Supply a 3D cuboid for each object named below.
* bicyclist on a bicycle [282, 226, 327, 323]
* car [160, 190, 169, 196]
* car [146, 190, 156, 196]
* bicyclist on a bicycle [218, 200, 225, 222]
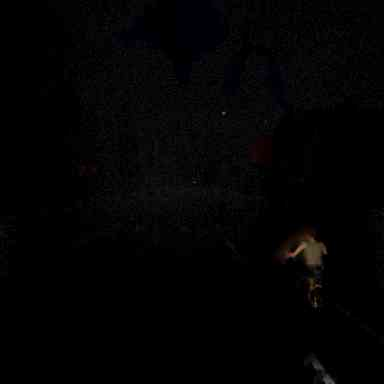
[{"bbox_3d":[2.163,1.431,6.181,0.866,1.612,1.509,0,0,0],"label":"bicyclist on a bicycle"},{"bbox_3d":[-6.492,0.213,79.059,2.128,1.511,4.902,0,1,0],"label":"car"},{"bbox_3d":[-9.742,0.283,79.031,1.895,1.301,4.718,0,1,0],"label":"car"},{"bbox_3d":[2.252,1.402,25.019,0.582,1.620,1.656,0,0,0],"label":"bicyclist on a bicycle"}]
